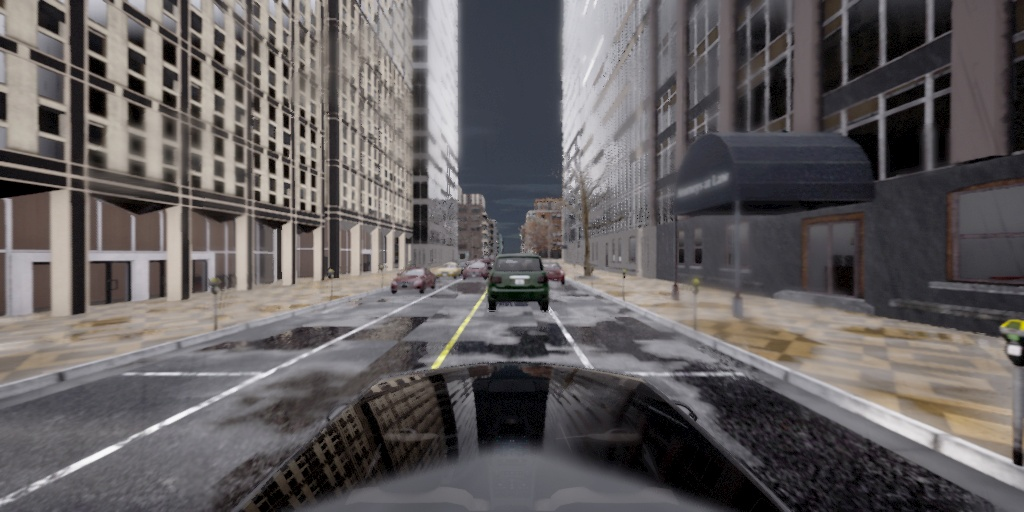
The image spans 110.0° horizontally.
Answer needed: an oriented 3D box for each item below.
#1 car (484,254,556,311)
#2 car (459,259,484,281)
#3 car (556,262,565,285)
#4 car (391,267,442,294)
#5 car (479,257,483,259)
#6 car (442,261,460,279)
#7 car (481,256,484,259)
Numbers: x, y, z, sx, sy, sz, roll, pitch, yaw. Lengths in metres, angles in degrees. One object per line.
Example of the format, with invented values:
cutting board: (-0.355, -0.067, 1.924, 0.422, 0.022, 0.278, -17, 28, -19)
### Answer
car: (0.172, 0.930, 14.315, 2.150, 2.045, 5.566, 0, 0, -2)
car: (-2.839, 1.185, 28.950, 1.812, 1.442, 4.674, 0, 0, 0)
car: (2.573, 1.112, 25.337, 1.967, 1.591, 4.097, 0, 0, 0)
car: (-5.309, 1.272, 19.792, 1.802, 1.307, 4.207, 0, 0, 0)
car: (-5.300, 1.176, 47.530, 1.802, 1.307, 4.207, 0, 0, 0)
car: (-5.305, 1.178, 30.717, 1.751, 1.417, 4.829, 0, 0, 0)
car: (-5.297, 1.100, 58.625, 1.888, 1.381, 4.507, 0, 0, 0)
